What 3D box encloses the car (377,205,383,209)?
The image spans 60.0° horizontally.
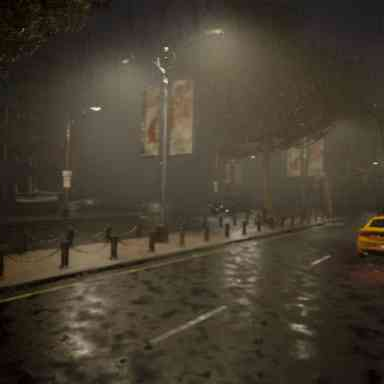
[{"bbox_3d":[22.735,2.150,38.955,1.895,1.301,4.718,1,0,29],"label":"car"}]

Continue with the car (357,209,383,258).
[{"bbox_3d":[7.789,1.666,12.797,1.882,1.535,5.008,1,0,37],"label":"car"}]

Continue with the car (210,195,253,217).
[{"bbox_3d":[4.008,1.312,32.742,2.150,2.045,5.566,1,0,38],"label":"car"}]
